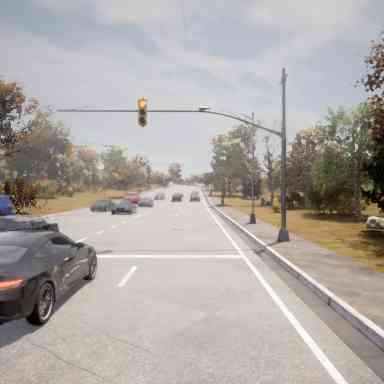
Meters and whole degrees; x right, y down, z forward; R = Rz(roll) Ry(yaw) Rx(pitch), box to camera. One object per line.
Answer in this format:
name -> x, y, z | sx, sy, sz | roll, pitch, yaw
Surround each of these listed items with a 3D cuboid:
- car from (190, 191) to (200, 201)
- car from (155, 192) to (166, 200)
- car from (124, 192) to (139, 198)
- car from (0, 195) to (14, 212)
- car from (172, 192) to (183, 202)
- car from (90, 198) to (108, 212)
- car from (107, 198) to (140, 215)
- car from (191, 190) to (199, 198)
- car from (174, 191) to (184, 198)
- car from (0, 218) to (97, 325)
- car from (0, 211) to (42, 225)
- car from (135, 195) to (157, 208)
car -> 0.628, 1.079, 64.588 | 1.895, 1.301, 4.718 | 0, 3, 1
car -> -6.440, 0.787, 68.322 | 2.128, 1.511, 4.902 | 0, 3, 1
car -> -10.134, 1.080, 56.438 | 2.150, 2.045, 5.566 | 0, 2, 0
car -> -15.011, 1.223, 22.320 | 5.566, 2.045, 2.150 | 0, 1, -34
car -> -2.877, 1.010, 64.109 | 1.837, 1.490, 4.892 | 0, 3, 1
car -> -10.303, 1.504, 38.493 | 1.837, 1.490, 4.892 | 0, 0, 1
car -> -6.844, 1.564, 33.792 | 1.994, 1.385, 4.181 | 0, 0, 0
car -> 0.623, 0.493, 74.461 | 1.812, 1.442, 4.674 | 0, 3, 1
car -> -2.884, 0.587, 74.043 | 1.895, 1.301, 4.718 | 0, 3, 1
car -> -3.403, 1.526, 6.968 | 1.812, 1.442, 4.674 | 0, 0, -1
car -> -7.026, 1.601, 13.020 | 1.895, 1.301, 4.718 | 0, 0, 0
car -> -6.708, 1.523, 48.792 | 1.812, 1.442, 4.674 | 0, 1, 1
